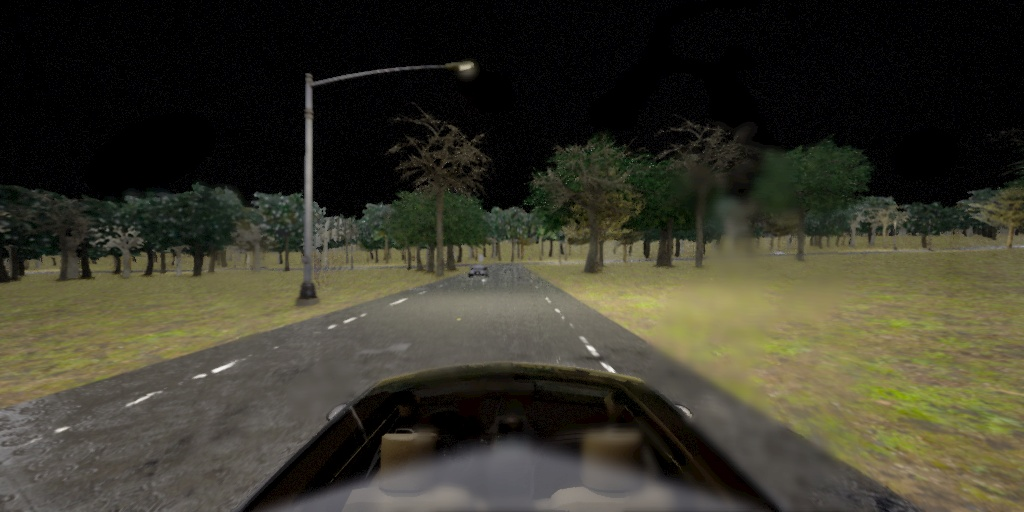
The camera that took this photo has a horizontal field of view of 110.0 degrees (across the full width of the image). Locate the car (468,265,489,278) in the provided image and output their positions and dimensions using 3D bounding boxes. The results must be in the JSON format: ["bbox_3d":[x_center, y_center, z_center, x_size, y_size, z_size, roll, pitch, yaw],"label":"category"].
[{"bbox_3d":[-3.584,1.639,38.961,1.994,1.385,4.181,0,-1,0],"label":"car"}]
